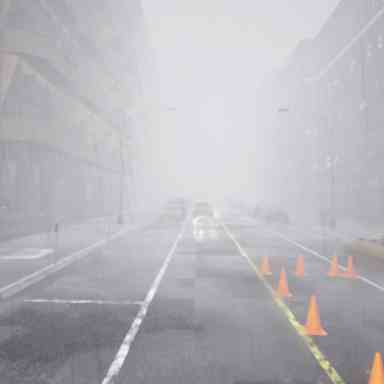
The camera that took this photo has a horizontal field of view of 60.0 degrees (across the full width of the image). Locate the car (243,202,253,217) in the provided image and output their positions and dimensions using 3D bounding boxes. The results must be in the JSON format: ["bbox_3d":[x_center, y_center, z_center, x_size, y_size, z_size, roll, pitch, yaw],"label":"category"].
[{"bbox_3d":[6.394,1.786,31.414,2.008,1.369,4.403,2,0,1],"label":"car"}]

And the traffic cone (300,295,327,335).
[{"bbox_3d":[2.012,2.008,5.520,0.340,0.580,0.340,1,0,1],"label":"traffic cone"}]

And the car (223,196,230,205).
[{"bbox_3d":[7.070,1.845,59.059,1.967,1.590,4.097,2,0,1],"label":"car"}]

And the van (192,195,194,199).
[{"bbox_3d":[-1.075,1.551,48.253,1.690,1.788,3.998,2,0,1],"label":"van"}]

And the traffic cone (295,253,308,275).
[{"bbox_3d":[3.108,2.039,9.495,0.340,0.580,0.340,1,0,1],"label":"traffic cone"}]

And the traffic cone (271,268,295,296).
[{"bbox_3d":[2.060,2.016,7.520,0.340,0.580,0.340,1,0,1],"label":"traffic cone"}]

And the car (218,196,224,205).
[{"bbox_3d":[7.299,1.797,70.119,2.192,1.841,5.009,2,0,1],"label":"car"}]

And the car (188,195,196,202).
[{"bbox_3d":[-0.013,1.854,92.483,2.192,1.841,5.009,2,0,1],"label":"car"}]

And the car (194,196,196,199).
[{"bbox_3d":[-0.808,1.599,59.311,2.192,1.841,5.009,2,0,1],"label":"car"}]

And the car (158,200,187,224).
[{"bbox_3d":[-1.617,1.610,25.967,1.752,1.417,4.829,2,0,1],"label":"car"}]

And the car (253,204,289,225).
[{"bbox_3d":[6.261,1.751,25.884,1.887,1.381,4.507,2,0,1],"label":"car"}]

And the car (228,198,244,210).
[{"bbox_3d":[6.793,1.876,48.001,1.887,1.381,4.507,2,0,1],"label":"car"}]

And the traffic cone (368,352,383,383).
[{"bbox_3d":[1.964,1.999,3.521,0.340,0.580,0.340,1,0,1],"label":"traffic cone"}]

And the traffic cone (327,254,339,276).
[{"bbox_3d":[4.073,2.054,9.475,0.340,0.580,0.340,1,0,4],"label":"traffic cone"}]

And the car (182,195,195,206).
[{"bbox_3d":[-0.675,1.637,64.839,2.192,1.841,5.009,2,0,1],"label":"car"}]

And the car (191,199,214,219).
[{"bbox_3d":[1.064,1.679,31.608,1.812,1.442,4.674,1,0,1],"label":"car"}]

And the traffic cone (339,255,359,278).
[{"bbox_3d":[4.409,2.059,9.255,0.340,0.580,0.340,1,0,4],"label":"traffic cone"}]

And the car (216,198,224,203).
[{"bbox_3d":[7.819,2.241,92.237,1.802,1.307,4.206,2,0,1],"label":"car"}]

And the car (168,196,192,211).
[{"bbox_3d":[-1.471,1.429,31.668,2.192,1.841,5.009,2,0,1],"label":"car"}]

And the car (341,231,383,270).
[{"bbox_3d":[5.868,1.652,9.468,1.752,1.417,4.829,2,0,1],"label":"car"}]

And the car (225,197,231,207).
[{"bbox_3d":[6.926,1.912,53.529,1.887,1.381,4.507,2,0,1],"label":"car"}]

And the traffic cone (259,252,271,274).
[{"bbox_3d":[2.108,2.024,9.519,0.340,0.580,0.340,1,0,1],"label":"traffic cone"}]
